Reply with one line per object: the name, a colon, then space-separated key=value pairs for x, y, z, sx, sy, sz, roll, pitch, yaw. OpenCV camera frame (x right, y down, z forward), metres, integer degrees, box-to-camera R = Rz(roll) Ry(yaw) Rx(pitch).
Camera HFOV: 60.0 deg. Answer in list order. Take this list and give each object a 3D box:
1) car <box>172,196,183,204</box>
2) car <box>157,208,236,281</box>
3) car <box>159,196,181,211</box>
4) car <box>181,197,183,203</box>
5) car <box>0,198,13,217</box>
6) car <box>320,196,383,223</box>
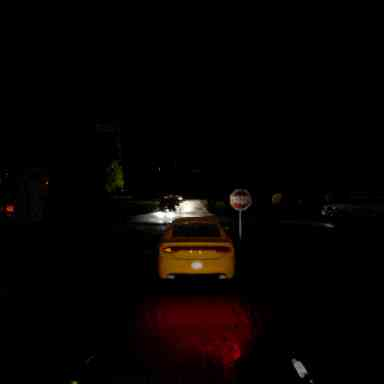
car: x=-2.749 y=1.451 z=64.667 sx=1.812 sy=1.442 sz=4.674 roll=0 pitch=0 yaw=0
car: x=0.087 y=1.468 z=9.811 sx=1.882 sy=1.535 sz=5.008 roll=0 pitch=0 yaw=-1
car: x=-2.861 y=1.449 z=39.795 sx=2.128 sy=1.511 sz=4.902 roll=0 pitch=0 yaw=1
car: x=-2.823 y=1.470 z=50.711 sx=1.812 sy=1.442 sz=4.674 roll=0 pitch=0 yaw=0
car: x=-14.586 y=1.209 z=25.869 sx=4.553 sy=1.767 sz=2.097 roll=1 pitch=0 yaw=2
car: x=13.105 y=1.351 z=26.282 sx=5.566 sy=2.045 sz=2.150 roll=1 pitch=-1 yaw=-2
